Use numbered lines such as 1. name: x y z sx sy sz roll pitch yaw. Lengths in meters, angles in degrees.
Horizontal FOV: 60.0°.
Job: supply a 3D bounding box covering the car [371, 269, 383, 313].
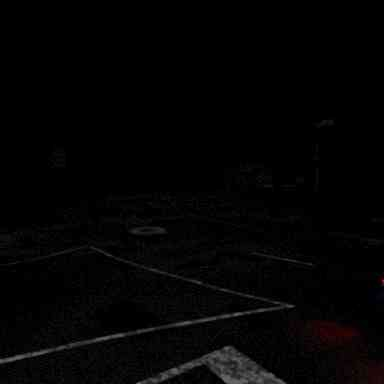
1. car: 5.694 1.594 5.332 5.357 1.411 2.033 1 2 -12
